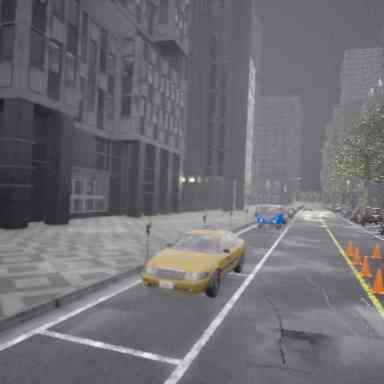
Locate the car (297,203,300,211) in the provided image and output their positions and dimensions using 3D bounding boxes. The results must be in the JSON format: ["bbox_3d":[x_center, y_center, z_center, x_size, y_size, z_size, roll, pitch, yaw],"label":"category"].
[{"bbox_3d":[17.121,2.969,57.165,1.802,1.307,4.206,2,-1,19],"label":"car"}]

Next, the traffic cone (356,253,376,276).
[{"bbox_3d":[5.391,2.292,10.321,0.340,0.580,0.340,2,-1,19],"label":"traffic cone"}]

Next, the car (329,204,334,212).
[{"bbox_3d":[30.732,3.732,70.302,1.947,1.339,4.313,2,-1,19],"label":"car"}]

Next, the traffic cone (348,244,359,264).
[{"bbox_3d":[6.051,2.339,12.209,0.340,0.580,0.340,2,-1,19],"label":"traffic cone"}]

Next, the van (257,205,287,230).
[{"bbox_3d":[5.979,1.857,25.236,1.690,1.788,3.998,2,-1,19],"label":"van"}]

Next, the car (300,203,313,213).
[{"bbox_3d":[22.775,3.265,65.263,1.812,1.442,4.674,2,-1,19],"label":"car"}]

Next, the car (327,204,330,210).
[{"bbox_3d":[32.602,3.640,75.629,2.192,1.841,5.009,2,-1,19],"label":"car"}]

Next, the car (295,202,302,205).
[{"bbox_3d":[20.784,3.206,67.648,1.752,1.417,4.829,2,-1,19],"label":"car"}]

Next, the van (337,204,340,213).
[{"bbox_3d":[25.168,3.054,54.339,1.690,1.788,3.998,2,-1,19],"label":"van"}]

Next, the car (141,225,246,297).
[{"bbox_3d":[0.323,1.628,9.073,1.752,1.417,4.829,3,0,20],"label":"car"}]

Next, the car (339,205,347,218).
[{"bbox_3d":[23.304,3.006,49.016,1.967,1.590,4.097,2,-1,19],"label":"car"}]

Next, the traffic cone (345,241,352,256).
[{"bbox_3d":[6.710,2.387,14.097,0.340,0.580,0.340,2,-1,19],"label":"traffic cone"}]

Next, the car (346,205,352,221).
[{"bbox_3d":[19.591,2.588,38.372,2.192,1.841,5.009,2,-1,19],"label":"car"}]

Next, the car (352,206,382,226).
[{"bbox_3d":[17.732,2.442,33.051,2.192,1.841,5.009,2,-1,19],"label":"car"}]

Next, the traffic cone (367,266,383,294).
[{"bbox_3d":[4.732,2.245,8.434,0.340,0.580,0.340,2,-1,19],"label":"traffic cone"}]

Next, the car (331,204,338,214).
[{"bbox_3d":[28.874,3.592,64.981,1.802,1.307,4.206,2,-1,19],"label":"car"}]

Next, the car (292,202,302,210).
[{"bbox_3d":[26.424,3.472,83.776,2.192,1.841,5.009,2,-1,19],"label":"car"}]

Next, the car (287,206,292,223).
[{"bbox_3d":[7.827,2.222,30.556,1.947,1.339,4.313,2,-1,19],"label":"car"}]

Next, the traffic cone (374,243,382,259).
[{"bbox_3d":[7.653,2.426,13.766,0.340,0.580,0.340,2,-1,19],"label":"traffic cone"}]

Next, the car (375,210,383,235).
[{"bbox_3d":[14.009,2.281,22.403,1.967,1.590,4.097,2,-1,19],"label":"car"}]

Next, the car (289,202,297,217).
[{"bbox_3d":[11.550,2.387,41.201,1.967,1.590,4.097,2,-1,19],"label":"car"}]

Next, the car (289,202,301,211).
[{"bbox_3d":[22.707,3.156,73.132,2.192,1.841,5.009,2,-1,19],"label":"car"}]
